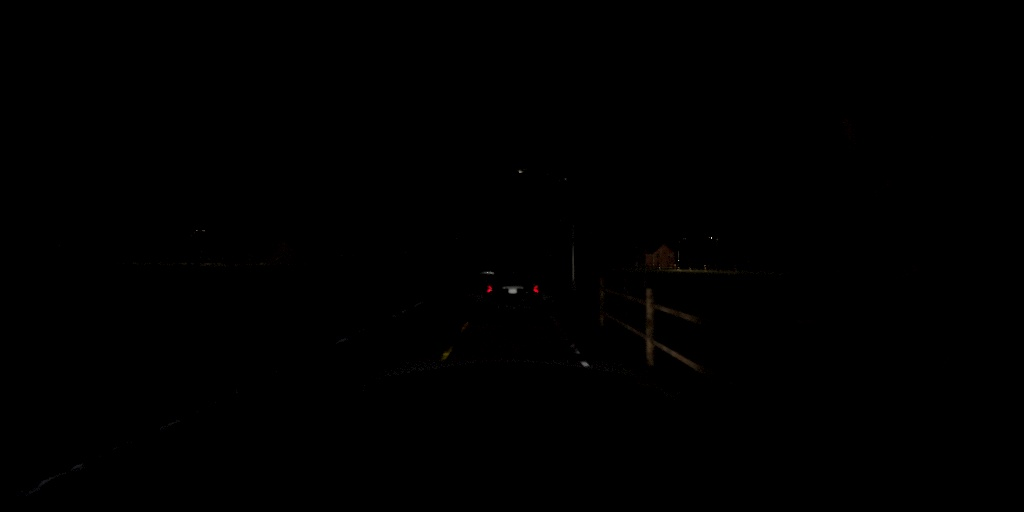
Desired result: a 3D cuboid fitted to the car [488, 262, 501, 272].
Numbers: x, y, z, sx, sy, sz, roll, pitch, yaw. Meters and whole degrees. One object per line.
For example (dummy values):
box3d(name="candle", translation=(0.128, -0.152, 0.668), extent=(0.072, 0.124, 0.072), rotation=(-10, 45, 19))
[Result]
box3d(name="car", translation=(-2.798, 1.794, 57.455), extent=(1.837, 1.490, 4.892), rotation=(0, -1, 0))

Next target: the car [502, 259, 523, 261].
box3d(name="car", translation=(0.038, 1.215, 28.093), extent=(2.150, 2.045, 5.566), rotation=(0, 0, 1))

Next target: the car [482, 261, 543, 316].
box3d(name="car", translation=(0.047, 1.212, 14.126), extent=(2.097, 1.767, 4.553), rotation=(0, -1, 1))
